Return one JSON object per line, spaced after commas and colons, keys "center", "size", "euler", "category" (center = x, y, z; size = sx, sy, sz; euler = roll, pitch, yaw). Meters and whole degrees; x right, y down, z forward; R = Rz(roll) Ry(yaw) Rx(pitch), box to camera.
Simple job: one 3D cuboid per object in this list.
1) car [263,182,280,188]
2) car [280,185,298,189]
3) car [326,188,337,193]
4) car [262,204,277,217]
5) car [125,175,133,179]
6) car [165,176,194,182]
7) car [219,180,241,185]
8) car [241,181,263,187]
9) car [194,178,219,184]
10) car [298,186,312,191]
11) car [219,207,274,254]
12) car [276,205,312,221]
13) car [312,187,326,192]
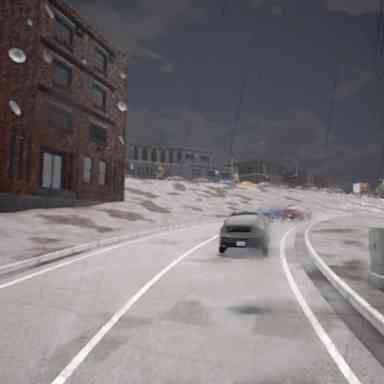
{"center": [16.350, -1.292, 72.816], "size": [4.553, 1.767, 2.185], "euler": [3, -5, -32], "category": "car"}
{"center": [21.118, -0.856, 75.963], "size": [4.792, 1.488, 2.163], "euler": [3, -5, -34], "category": "car"}
{"center": [34.531, -0.131, 85.676], "size": [4.553, 1.767, 2.185], "euler": [4, -6, -37], "category": "car"}
{"center": [8.219, 2.018, 34.837], "size": [1.882, 1.535, 5.008], "euler": [-3, -3, 37], "category": "car"}
{"center": [-12.327, -2.678, 56.397], "size": [4.553, 1.767, 2.185], "euler": [2, -5, -29], "category": "car"}
{"center": [-2.726, -2.147, 61.620], "size": [4.892, 1.521, 2.231], "euler": [2, -5, -29], "category": "car"}
{"center": [6.926, -1.647, 67.013], "size": [4.674, 1.452, 2.002], "euler": [3, -5, -30], "category": "car"}
{"center": [11.679, -1.430, 69.867], "size": [5.008, 1.535, 2.097], "euler": [3, -5, -31], "category": "car"}
{"center": [2.113, -1.930, 64.267], "size": [4.892, 1.521, 2.231], "euler": [3, -5, -29], "category": "car"}
{"center": [25.655, -0.568, 79.095], "size": [4.674, 1.452, 2.002], "euler": [4, -6, -35], "category": "car"}
{"center": [2.332, 1.592, 14.053], "size": [1.837, 1.490, 4.892], "euler": [-1, -1, 15], "category": "car"}
{"center": [9.500, 1.862, 30.158], "size": [1.812, 1.442, 4.674], "euler": [-3, -2, 32], "category": "car"}
{"center": [30.043, -0.325, 82.269], "size": [4.892, 1.521, 2.231], "euler": [4, -6, -36], "category": "car"}
